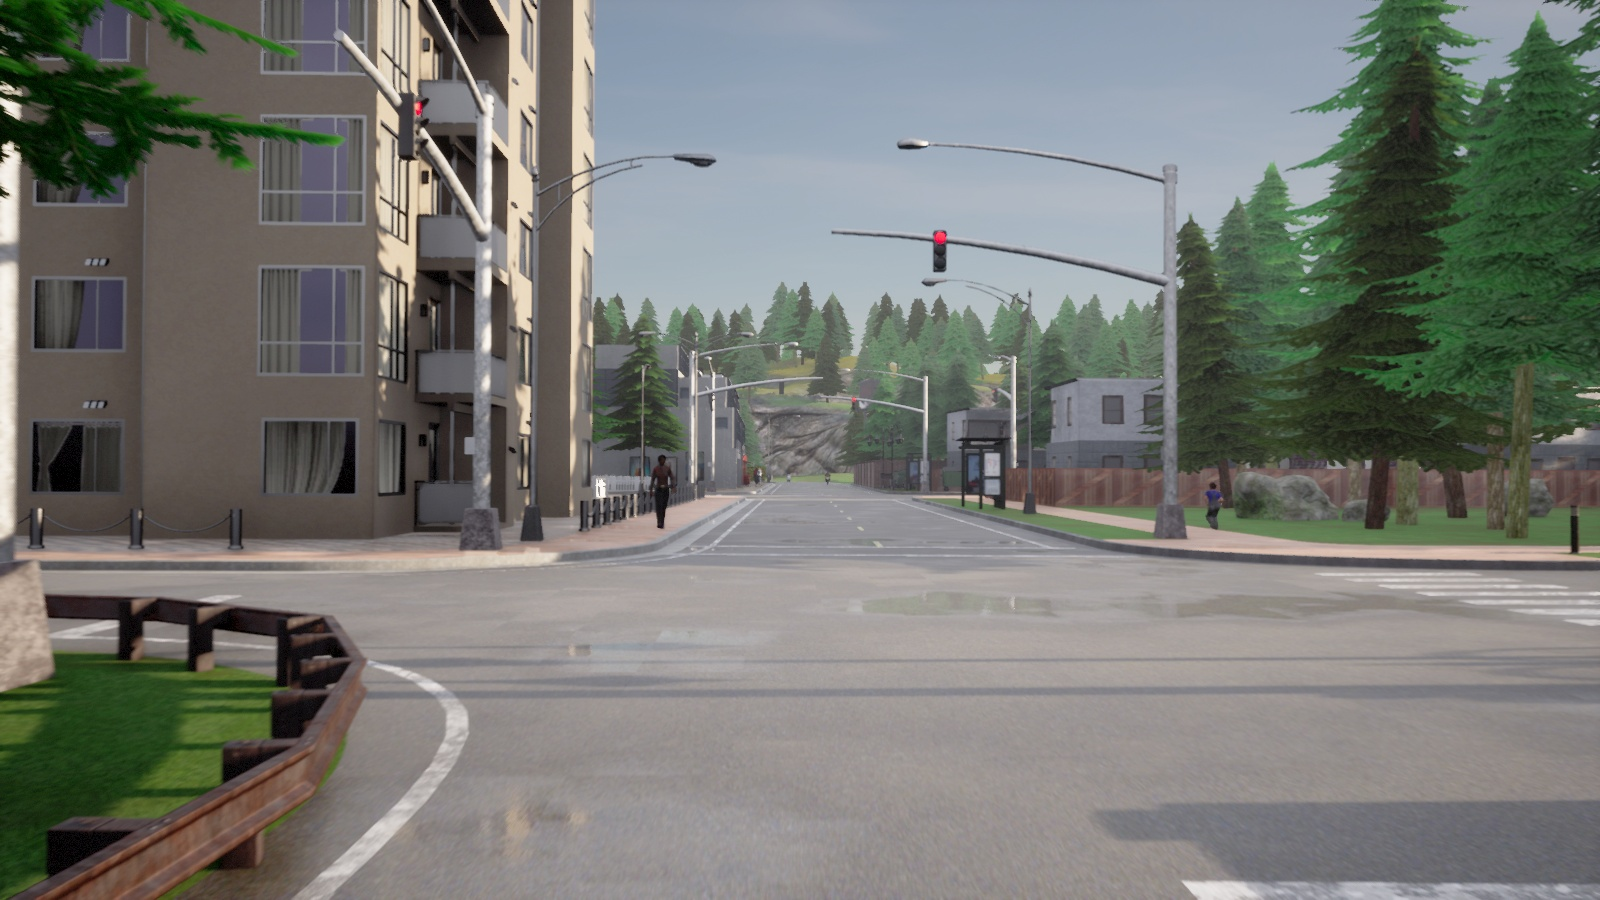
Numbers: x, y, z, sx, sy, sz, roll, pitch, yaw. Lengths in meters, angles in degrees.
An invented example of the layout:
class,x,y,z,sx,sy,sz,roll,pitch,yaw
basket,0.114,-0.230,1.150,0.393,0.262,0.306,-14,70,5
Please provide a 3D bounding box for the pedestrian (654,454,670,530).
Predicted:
class,x,y,z,sx,sy,sz,roll,pitch,yaw
pedestrian,-3.310,0.993,30.146,0.328,1.805,0.869,0,-1,-4

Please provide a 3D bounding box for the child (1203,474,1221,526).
class,x,y,z,sx,sy,sz,roll,pitch,yaw
child,10.169,1.230,31.020,0.270,1.263,0.437,0,-1,-3
